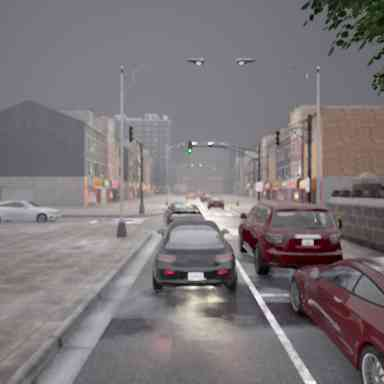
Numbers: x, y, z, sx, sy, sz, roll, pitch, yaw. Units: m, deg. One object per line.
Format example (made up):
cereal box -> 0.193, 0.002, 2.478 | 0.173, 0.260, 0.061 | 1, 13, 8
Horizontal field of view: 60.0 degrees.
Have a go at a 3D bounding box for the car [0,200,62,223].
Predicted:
car -> -10.915, 1.264, 21.514 | 4.674, 1.442, 1.812 | 0, 0, -2

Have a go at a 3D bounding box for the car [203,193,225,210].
car -> 2.570, 1.175, 36.375 | 1.887, 1.381, 4.507 | 1, 1, 0

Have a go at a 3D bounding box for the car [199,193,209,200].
car -> 2.501, 0.937, 68.998 | 1.802, 1.307, 4.206 | 0, 0, 0

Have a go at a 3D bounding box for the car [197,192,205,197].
car -> 2.455, 0.764, 90.748 | 1.947, 1.339, 4.313 | 0, 0, 0

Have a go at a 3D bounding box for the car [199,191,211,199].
car -> 2.535, 1.031, 52.686 | 1.887, 1.381, 4.507 | 1, 0, 0

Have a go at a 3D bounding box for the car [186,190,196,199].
car -> -0.159, 0.521, 76.882 | 2.150, 2.045, 5.566 | 0, 0, 0

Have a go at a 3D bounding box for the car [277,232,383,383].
car -> 2.637, 1.531, 4.498 | 1.802, 1.307, 4.206 | 1, 1, 0

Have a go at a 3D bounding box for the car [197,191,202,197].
car -> 2.526, 0.756, 58.122 | 2.192, 1.841, 5.009 | 1, 0, 0

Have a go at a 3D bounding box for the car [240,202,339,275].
car -> 2.628, 1.206, 9.944 | 2.192, 1.841, 5.009 | 1, 1, 0

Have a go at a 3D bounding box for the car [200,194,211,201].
car -> 2.512, 0.979, 63.561 | 1.802, 1.307, 4.206 | 0, 0, 0

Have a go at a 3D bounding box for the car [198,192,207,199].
car -> 2.478, 0.825, 79.873 | 2.008, 1.369, 4.403 | 0, 0, 0

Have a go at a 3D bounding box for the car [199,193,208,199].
car -> 2.489, 0.896, 74.436 | 1.802, 1.307, 4.206 | 0, 0, 0

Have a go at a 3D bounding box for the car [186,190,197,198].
car -> -0.137, 0.726, 66.581 | 2.097, 1.767, 4.553 | 0, 0, 0

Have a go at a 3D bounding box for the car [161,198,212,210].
car -> -0.580, 1.297, 18.201 | 2.128, 1.511, 4.902 | 0, 1, -9

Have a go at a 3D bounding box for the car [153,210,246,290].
car -> 0.037, 1.430, 8.685 | 1.812, 1.442, 4.674 | 0, 1, -1
